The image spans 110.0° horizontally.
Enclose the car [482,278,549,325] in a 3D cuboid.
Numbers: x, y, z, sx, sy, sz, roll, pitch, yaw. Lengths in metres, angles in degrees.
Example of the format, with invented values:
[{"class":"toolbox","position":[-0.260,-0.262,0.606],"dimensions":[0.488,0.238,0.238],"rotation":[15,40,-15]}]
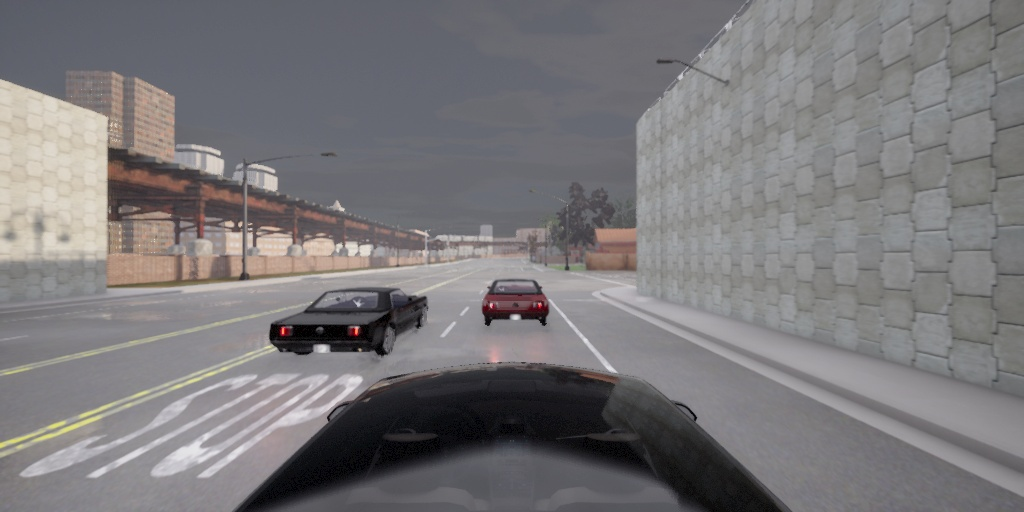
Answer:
[{"class":"car","position":[0.100,1.398,12.050],"dimensions":[1.895,1.301,4.718],"rotation":[0,0,0]}]

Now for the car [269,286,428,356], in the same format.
[{"class":"car","position":[-3.399,1.382,8.642],"dimensions":[1.895,1.301,4.718],"rotation":[0,0,0]}]
